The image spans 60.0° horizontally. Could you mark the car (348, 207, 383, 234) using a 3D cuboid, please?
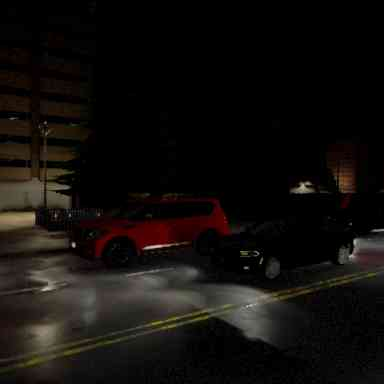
[{"bbox_3d":[9.832,1.548,18.909,5.357,1.411,2.033,0,0,-34],"label":"car"}]

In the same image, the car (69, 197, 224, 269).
[{"bbox_3d":[-1.251,1.219,11.527,5.566,2.045,2.150,0,0,-34],"label":"car"}]

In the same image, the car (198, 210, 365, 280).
[{"bbox_3d":[2.861,1.478,10.072,5.008,1.535,1.882,0,0,-34],"label":"car"}]
